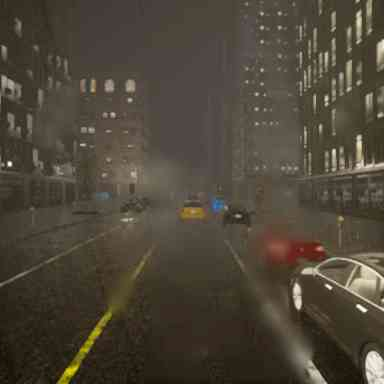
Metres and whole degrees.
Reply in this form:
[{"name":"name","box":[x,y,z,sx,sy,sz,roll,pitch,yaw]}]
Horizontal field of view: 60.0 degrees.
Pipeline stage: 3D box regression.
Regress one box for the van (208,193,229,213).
[{"name":"van","box":[2.687,1.107,32.516,1.690,1.788,3.998,1,0,0]}]

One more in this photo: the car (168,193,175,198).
[{"name":"car","box":[-5.726,0.853,92.989,1.802,1.307,4.206,1,1,0]}]

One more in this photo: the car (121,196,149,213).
[{"name":"car","box":[-5.695,1.206,32.523,1.967,1.590,4.097,1,0,0]}]

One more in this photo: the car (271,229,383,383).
[{"name":"car","box":[2.698,1.518,4.633,2.008,1.369,4.403,1,0,0]}]

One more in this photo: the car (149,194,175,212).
[{"name":"car","box":[-3.101,1.235,35.389,2.128,1.511,4.902,0,0,0]}]

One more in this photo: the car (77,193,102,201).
[{"name":"car","box":[-19.874,1.152,62.169,4.403,1.369,2.008,0,0,1]}]

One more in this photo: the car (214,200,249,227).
[{"name":"car","box":[2.689,1.415,21.363,1.947,1.339,4.313,1,0,0]}]

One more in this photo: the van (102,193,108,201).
[{"name":"van","box":[-19.770,0.992,70.550,3.998,1.788,1.690,0,0,1]}]

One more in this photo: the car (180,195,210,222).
[{"name":"car","box":[0.088,1.281,24.584,1.801,1.575,5.366,0,0,0]}]

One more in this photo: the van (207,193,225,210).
[{"name":"van","box":[2.684,1.065,38.093,1.690,1.788,3.998,1,0,0]}]

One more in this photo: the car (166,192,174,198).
[{"name":"car","box":[-5.721,0.762,87.338,1.967,1.590,4.097,1,1,0]}]

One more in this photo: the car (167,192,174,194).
[{"name":"car","box":[-5.720,0.953,81.687,1.802,1.307,4.206,1,0,0]}]

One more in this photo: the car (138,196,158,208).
[{"name":"car","box":[-5.702,1.245,43.673,1.947,1.339,4.313,1,0,0]}]

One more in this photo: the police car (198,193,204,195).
[{"name":"police car","box":[0.078,1.203,40.995,2.038,1.542,4.974,0,0,0]}]

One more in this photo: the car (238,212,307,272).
[{"name":"car","box":[2.695,1.511,10.211,1.802,1.307,4.206,1,0,0]}]
